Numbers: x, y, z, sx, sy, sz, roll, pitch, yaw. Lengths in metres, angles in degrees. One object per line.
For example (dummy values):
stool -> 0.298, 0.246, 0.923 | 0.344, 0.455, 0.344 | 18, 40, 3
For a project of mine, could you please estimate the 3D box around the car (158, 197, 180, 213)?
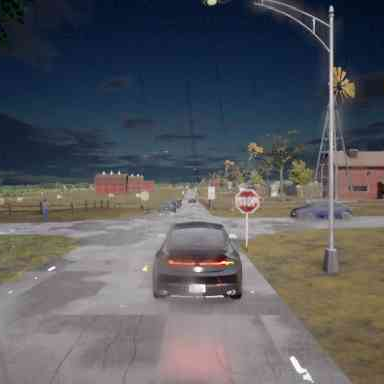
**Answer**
car -> -2.795, 1.634, 38.100 | 1.994, 1.385, 4.181 | 0, 0, 0

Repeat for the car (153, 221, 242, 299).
car -> 0.140, 1.506, 8.459 | 1.837, 1.490, 4.892 | 0, 0, 1

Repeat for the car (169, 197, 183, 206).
car -> -2.745, 1.715, 58.814 | 2.128, 1.511, 4.902 | 0, -1, 0

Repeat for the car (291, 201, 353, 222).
car -> 9.331, 1.354, 24.036 | 4.181, 1.385, 1.994 | -1, 1, -3

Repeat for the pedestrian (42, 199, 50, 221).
pedestrian -> -12.116, 1.464, 27.484 | 0.375, 1.860, 0.375 | 0, 2, 0

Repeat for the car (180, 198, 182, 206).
car -> -2.768, 1.693, 48.006 | 1.994, 1.385, 4.181 | 0, 0, 1

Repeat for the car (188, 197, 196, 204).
car -> 0.112, 1.996, 78.875 | 1.812, 1.442, 4.674 | 0, -1, 0
